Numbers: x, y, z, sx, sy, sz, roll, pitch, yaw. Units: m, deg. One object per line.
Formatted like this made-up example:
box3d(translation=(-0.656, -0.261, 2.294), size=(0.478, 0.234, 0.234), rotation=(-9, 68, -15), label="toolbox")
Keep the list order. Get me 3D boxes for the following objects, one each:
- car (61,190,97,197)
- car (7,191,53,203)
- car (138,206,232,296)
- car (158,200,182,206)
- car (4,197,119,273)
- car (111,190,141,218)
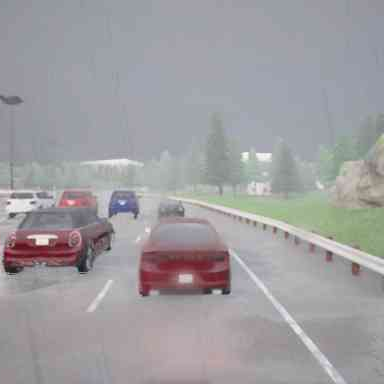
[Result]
box3d(translation=(-8.773, 0.891, 26.017), size=(2.150, 2.045, 5.566), rotation=(0, 1, -7), label="car")
box3d(translation=(-12.257, 0.903, 25.678), size=(2.150, 2.045, 5.566), rotation=(0, 1, -7), label="car")
box3d(translation=(-0.214, 1.364, 8.458), size=(1.882, 1.535, 5.008), rotation=(0, 1, -3), label="car")
box3d(translation=(-1.699, 1.261, 25.712), size=(1.895, 1.301, 4.718), rotation=(0, 1, -7), label="car")
box3d(translation=(-3.813, 1.220, 10.370), size=(2.097, 1.767, 4.553), rotation=(0, 1, -3), label="car")
box3d(translation=(-5.286, 0.880, 26.310), size=(2.150, 2.045, 5.566), rotation=(0, 1, -7), label="car")
